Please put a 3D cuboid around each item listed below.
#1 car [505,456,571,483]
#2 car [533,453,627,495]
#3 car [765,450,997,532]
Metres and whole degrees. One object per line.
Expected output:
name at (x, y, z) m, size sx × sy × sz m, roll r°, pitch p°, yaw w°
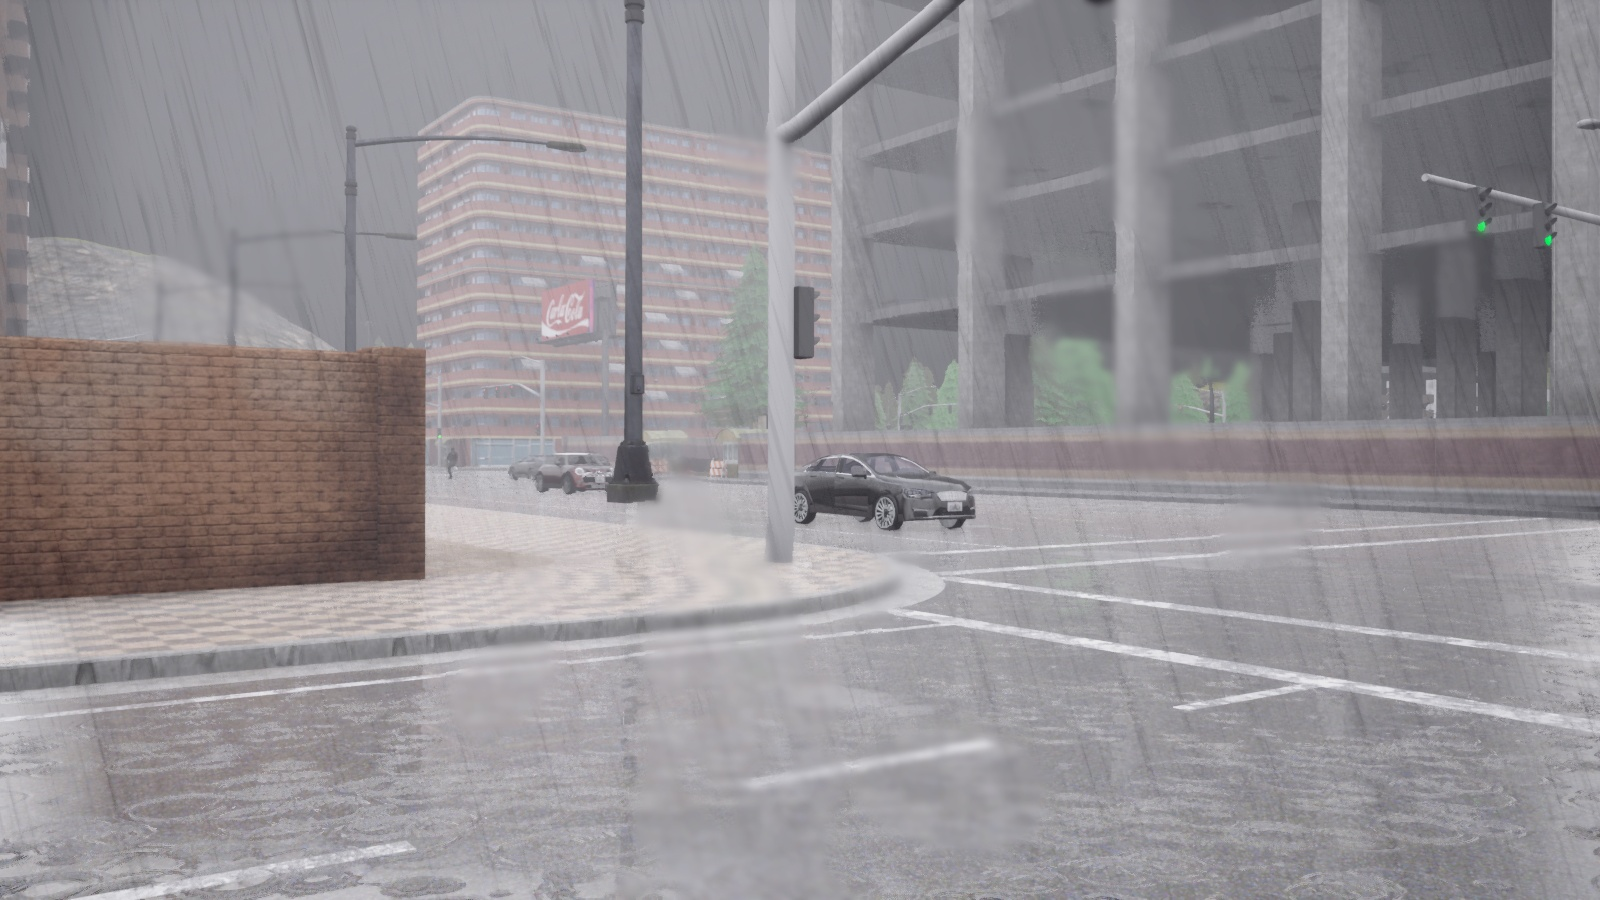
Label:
car at (-13.980, 1.002, 66.920) m, size 1.994 × 1.385 × 4.181 m, roll 0°, pitch 0°, yaw -34°
car at (-8.079, 0.840, 45.854) m, size 1.970 × 1.475 × 3.806 m, roll 0°, pitch 0°, yaw -34°
car at (1.523, 0.760, 25.587) m, size 2.128 × 1.511 × 4.902 m, roll 0°, pitch 0°, yaw -34°
